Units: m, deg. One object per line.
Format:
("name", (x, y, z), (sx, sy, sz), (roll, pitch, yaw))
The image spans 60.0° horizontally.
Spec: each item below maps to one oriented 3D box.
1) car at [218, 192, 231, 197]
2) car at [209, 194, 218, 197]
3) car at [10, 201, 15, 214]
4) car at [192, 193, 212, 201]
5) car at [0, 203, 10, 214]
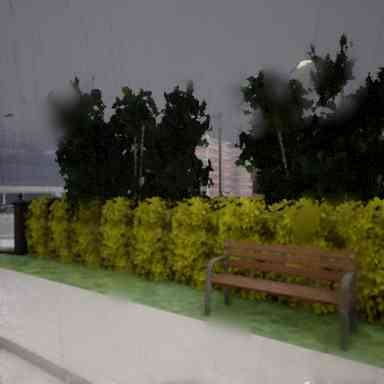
("car", (6.235, 0.723, 68.010), (2.097, 1.767, 4.553), (0, 1, 35))
("car", (0.964, 1.024, 48.090), (2.150, 2.045, 5.566), (0, 1, 35))
("car", (-16.487, 1.629, 35.738), (1.812, 1.442, 4.674), (0, 0, 35))
("car", (2.092, 0.943, 68.189), (1.812, 1.442, 4.674), (0, 1, 35))
("car", (-19.625, 1.686, 37.355), (1.994, 1.385, 4.181), (0, 0, 35))
